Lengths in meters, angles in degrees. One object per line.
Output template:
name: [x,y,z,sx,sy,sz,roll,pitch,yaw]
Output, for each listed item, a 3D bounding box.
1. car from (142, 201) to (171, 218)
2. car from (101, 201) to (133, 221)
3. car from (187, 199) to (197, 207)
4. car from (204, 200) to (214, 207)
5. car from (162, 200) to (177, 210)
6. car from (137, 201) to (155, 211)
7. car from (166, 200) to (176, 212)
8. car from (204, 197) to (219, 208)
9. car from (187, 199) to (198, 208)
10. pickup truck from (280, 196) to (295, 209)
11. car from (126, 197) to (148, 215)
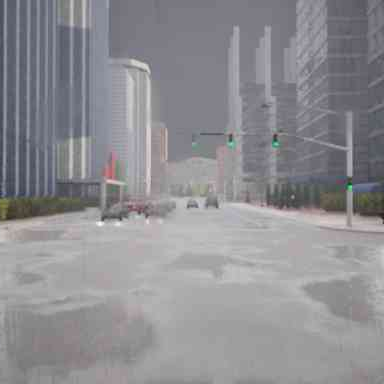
car: [-3.586,1.934,34.082,1.994,1.385,4.181,0,-1,0]
car: [-7.093,1.842,31.048,1.837,1.490,4.892,0,-1,0]
car: [-0.010,2.293,70.850,2.128,1.511,4.902,0,-1,0]
car: [3.489,2.359,70.486,1.895,1.301,4.718,0,-1,0]
car: [-3.573,2.083,54.505,2.128,1.511,4.902,0,-1,0]
car: [-7.081,2.107,51.643,2.033,1.411,5.357,0,-1,0]
car: [-3.579,2.079,44.087,1.895,1.301,4.718,0,-1,0]
car: [3.591,1.870,59.829,2.150,2.045,5.566,0,-1,0]
car: [0.094,2.210,59.549,1.994,1.385,4.181,0,-1,0]
pickup truck: [16.613,1.666,55.935,2.390,2.098,6.274,0,-1,31]
car: [-7.085,1.666,40.986,2.150,2.045,5.566,0,-1,1]
